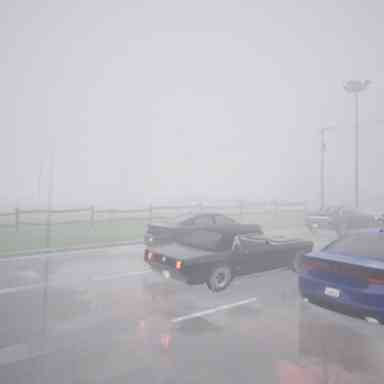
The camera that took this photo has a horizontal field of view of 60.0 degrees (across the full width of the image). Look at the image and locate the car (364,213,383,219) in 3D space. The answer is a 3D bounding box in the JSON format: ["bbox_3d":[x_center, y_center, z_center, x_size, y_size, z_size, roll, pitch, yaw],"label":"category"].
[{"bbox_3d":[10.242,1.497,15.399,4.892,1.490,1.837,0,0,-36],"label":"car"}]

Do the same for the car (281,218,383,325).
[{"bbox_3d":[4.269,1.474,6.803,5.008,1.535,1.882,0,0,-36],"label":"car"}]

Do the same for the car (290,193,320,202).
[{"bbox_3d":[18.957,1.198,56.579,2.150,2.045,5.566,0,0,-37],"label":"car"}]

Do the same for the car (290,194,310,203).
[{"bbox_3d":[16.359,1.542,54.206,1.994,1.385,4.181,0,0,-36],"label":"car"}]

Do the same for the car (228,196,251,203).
[{"bbox_3d":[9.847,1.502,69.158,1.812,1.442,4.674,0,0,-36],"label":"car"}]

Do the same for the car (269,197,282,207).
[{"bbox_3d":[10.818,1.546,49.910,1.994,1.385,4.181,0,0,-36],"label":"car"}]

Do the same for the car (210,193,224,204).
[{"bbox_3d":[3.213,1.202,66.309,2.150,2.045,5.566,0,0,-36],"label":"car"}]

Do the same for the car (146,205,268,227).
[{"bbox_3d":[0.604,1.474,12.788,5.008,1.535,1.882,0,0,-36],"label":"car"}]

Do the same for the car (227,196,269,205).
[{"bbox_3d":[7.967,1.531,47.872,2.033,1.411,5.357,0,0,-36],"label":"car"}]

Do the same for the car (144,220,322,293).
[{"bbox_3d":[1.214,1.598,8.921,4.718,1.301,1.895,0,0,-36],"label":"car"}]

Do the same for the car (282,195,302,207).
[{"bbox_3d":[13.792,1.528,51.771,2.033,1.411,5.357,0,0,-36],"label":"car"}]

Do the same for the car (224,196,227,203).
[{"bbox_3d":[6.934,1.473,67.180,2.128,1.511,4.902,0,0,-36],"label":"car"}]

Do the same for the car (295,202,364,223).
[{"bbox_3d":[8.195,1.483,18.240,4.902,1.511,2.128,0,0,-36],"label":"car"}]

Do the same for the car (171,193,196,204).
[{"bbox_3d":[-1.984,1.478,61.501,2.128,1.511,4.902,0,0,-36],"label":"car"}]

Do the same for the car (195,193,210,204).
[{"bbox_3d":[0.422,1.204,64.177,2.150,2.045,5.566,0,0,-36],"label":"car"}]
